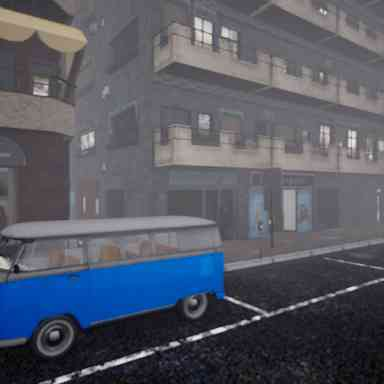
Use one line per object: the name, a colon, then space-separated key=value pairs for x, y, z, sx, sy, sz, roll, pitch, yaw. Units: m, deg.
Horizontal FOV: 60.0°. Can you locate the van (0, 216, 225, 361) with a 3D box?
van: x=-1.306 y=1.341 z=5.636 sx=3.998 sy=1.788 sz=1.690 roll=0 pitch=0 yaw=-35
